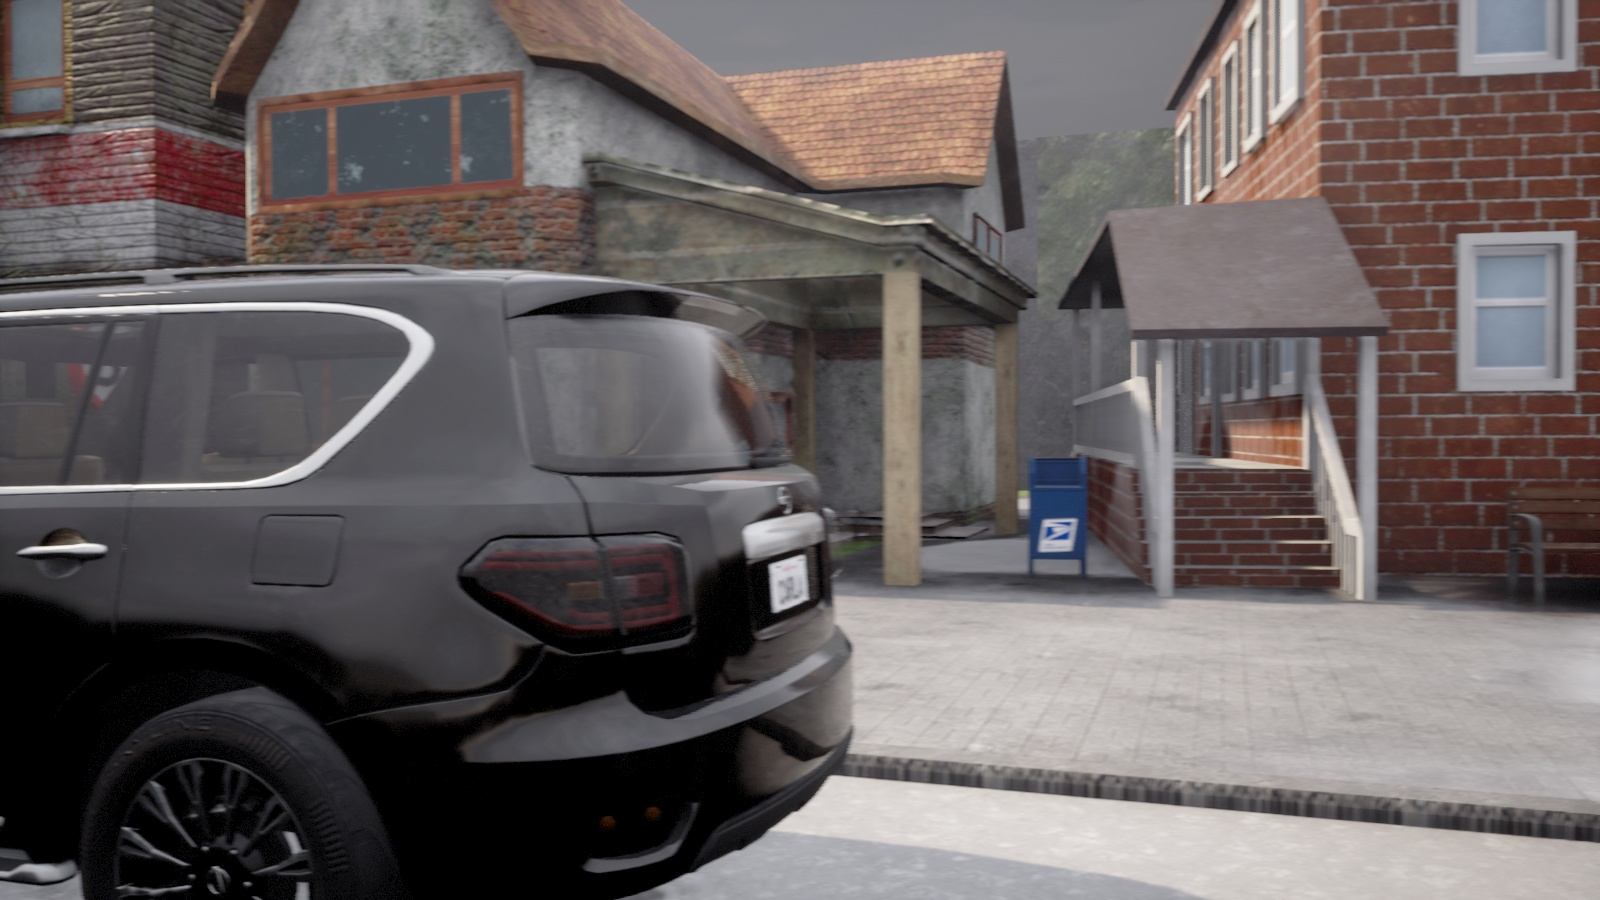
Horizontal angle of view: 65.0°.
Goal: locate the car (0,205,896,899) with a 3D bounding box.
[{"bbox_3d":[-2.623,0.462,4.600,5.566,2.045,2.150,1,1,19],"label":"car"}]
